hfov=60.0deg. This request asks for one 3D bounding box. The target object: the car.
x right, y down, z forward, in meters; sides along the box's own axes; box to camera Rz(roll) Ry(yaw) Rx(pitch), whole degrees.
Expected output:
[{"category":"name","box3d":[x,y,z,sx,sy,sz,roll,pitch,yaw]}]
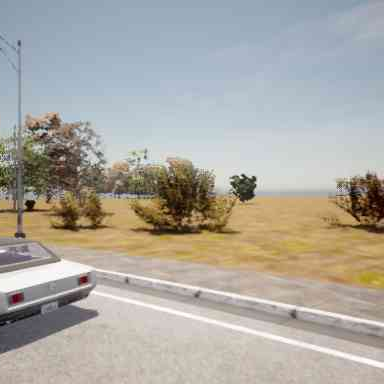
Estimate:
[{"category":"car","box3d":[-4.182,1.594,6.629,4.718,1.301,1.895,0,0,33]}]
